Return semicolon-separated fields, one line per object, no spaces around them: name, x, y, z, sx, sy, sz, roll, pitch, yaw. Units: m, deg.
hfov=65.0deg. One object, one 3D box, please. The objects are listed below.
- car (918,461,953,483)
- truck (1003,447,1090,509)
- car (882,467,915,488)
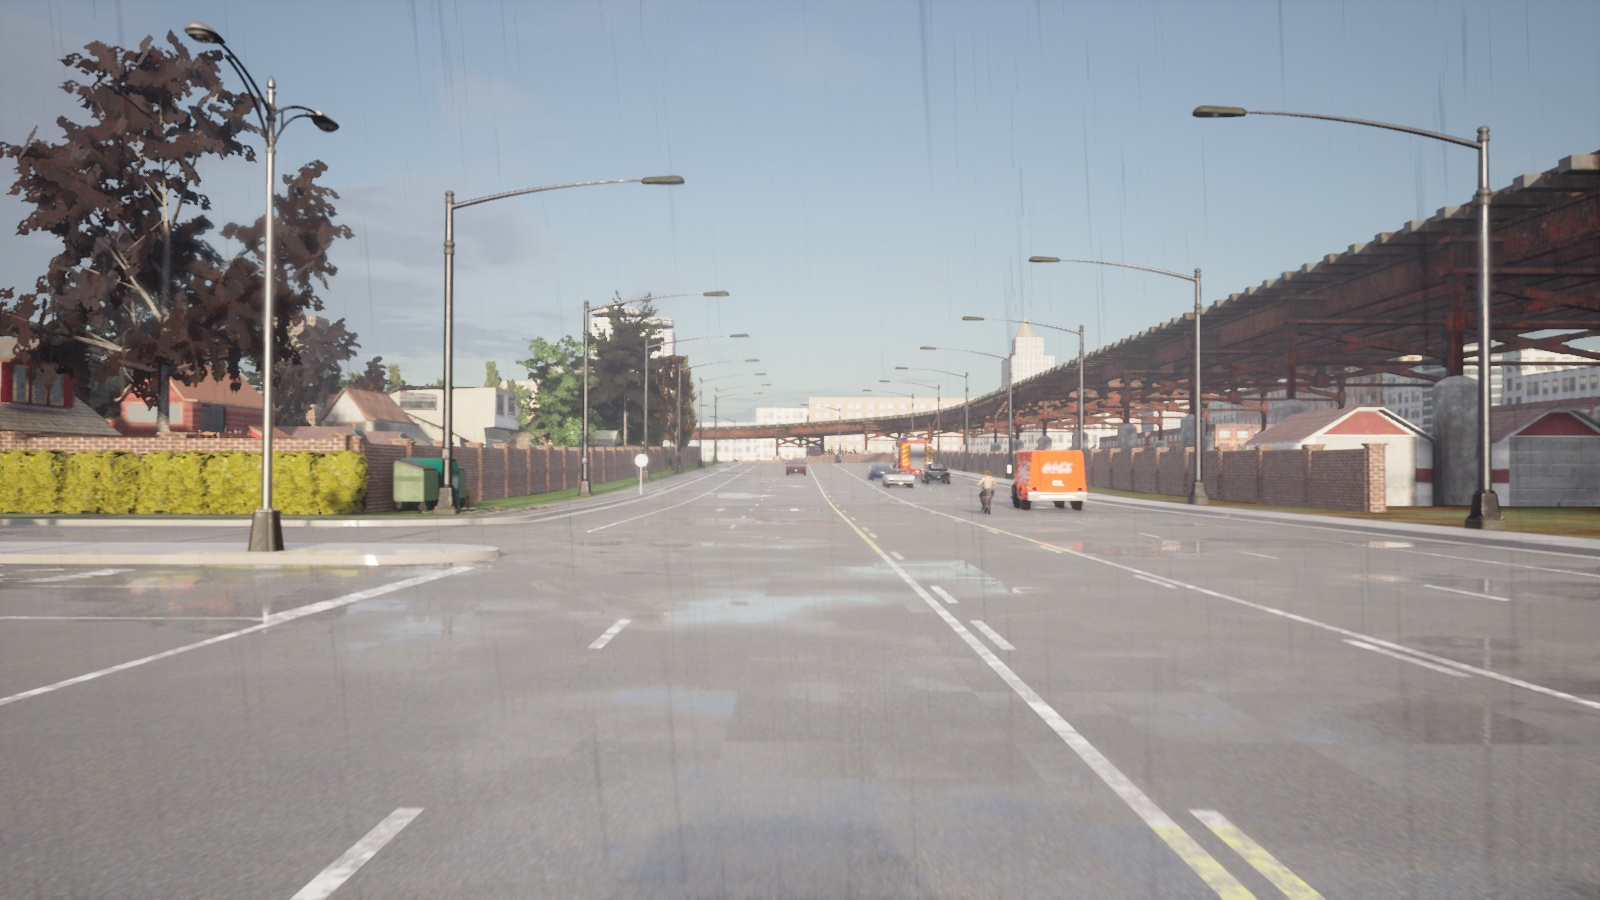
car;10.223;1.664;94.927;2.128;1.511;4.902;0;0;0
truck;10.344;1.173;53.135;2.627;2.467;5.204;0;-1;0
car;6.749;1.868;86.397;1.895;1.301;4.718;0;0;0
